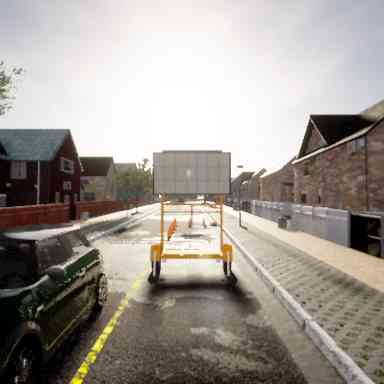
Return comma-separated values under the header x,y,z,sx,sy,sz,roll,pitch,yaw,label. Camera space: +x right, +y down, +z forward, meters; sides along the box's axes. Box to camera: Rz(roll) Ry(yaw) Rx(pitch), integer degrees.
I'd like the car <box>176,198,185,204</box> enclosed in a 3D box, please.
x,y,z,sx,sy,sz,roll,pitch,yaw,label
-2.751,2.181,80.502,1.837,1.490,4.892,0,-1,0,car

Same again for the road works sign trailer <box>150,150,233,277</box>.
x,y,z,sx,sy,sz,roll,pitch,yaw,label
-0.003,0.496,10.361,2.380,3.560,2.880,0,0,1,road works sign trailer

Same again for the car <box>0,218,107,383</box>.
x,y,z,sx,sy,sz,roll,pitch,yaw,label
-2.750,1.365,4.779,2.097,1.767,4.553,0,0,0,car
